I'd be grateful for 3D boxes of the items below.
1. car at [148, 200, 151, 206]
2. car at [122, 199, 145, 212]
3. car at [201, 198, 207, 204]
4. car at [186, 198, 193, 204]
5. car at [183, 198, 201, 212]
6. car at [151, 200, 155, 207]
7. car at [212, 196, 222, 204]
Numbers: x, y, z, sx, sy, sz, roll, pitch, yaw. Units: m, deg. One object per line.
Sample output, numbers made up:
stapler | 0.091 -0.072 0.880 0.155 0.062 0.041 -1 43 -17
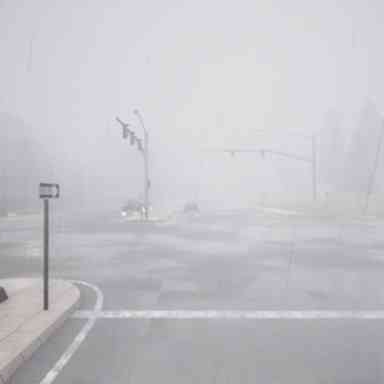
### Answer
car | -8.331 1.976 54.931 1.837 1.490 4.892 0 0 -1
car | -8.213 1.746 45.899 2.097 1.767 4.553 0 0 -1
car | 2.821 2.254 85.042 1.812 1.442 4.674 0 0 -1
car | -0.679 2.229 84.984 1.837 1.490 4.892 0 0 -1
car | -0.087 1.903 43.941 1.812 1.442 4.674 0 0 -1
car | -8.420 2.157 64.874 1.895 1.301 4.718 0 0 0
car | 6.321 1.955 85.048 2.150 2.045 5.566 0 0 -1
